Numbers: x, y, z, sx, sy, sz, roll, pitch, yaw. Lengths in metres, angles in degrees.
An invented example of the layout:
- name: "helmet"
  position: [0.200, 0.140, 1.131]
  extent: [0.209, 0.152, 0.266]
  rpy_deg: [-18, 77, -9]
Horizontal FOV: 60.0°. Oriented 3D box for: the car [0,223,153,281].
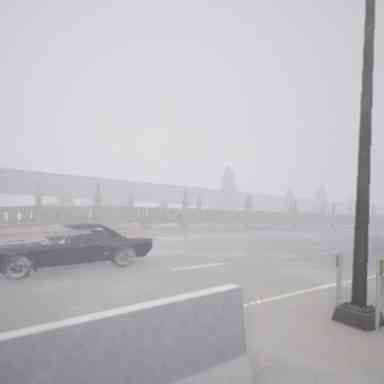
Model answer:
- name: "car"
  position: [-3.651, 1.627, 9.986]
  extent: [4.718, 1.301, 1.895]
  rpy_deg: [1, -1, -36]
